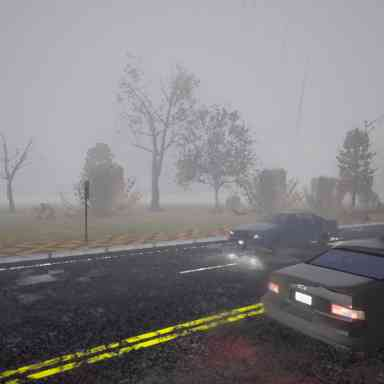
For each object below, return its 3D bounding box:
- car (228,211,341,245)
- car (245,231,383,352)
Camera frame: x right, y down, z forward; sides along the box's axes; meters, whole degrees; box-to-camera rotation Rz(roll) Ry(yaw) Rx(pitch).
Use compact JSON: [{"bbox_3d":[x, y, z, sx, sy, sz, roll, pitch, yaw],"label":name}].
[{"bbox_3d":[4.103,1.544,14.249,5.357,1.411,2.033,0,0,-33],"label":"car"},{"bbox_3d":[3.734,1.546,5.979,5.357,1.411,2.033,0,0,-31],"label":"car"}]
